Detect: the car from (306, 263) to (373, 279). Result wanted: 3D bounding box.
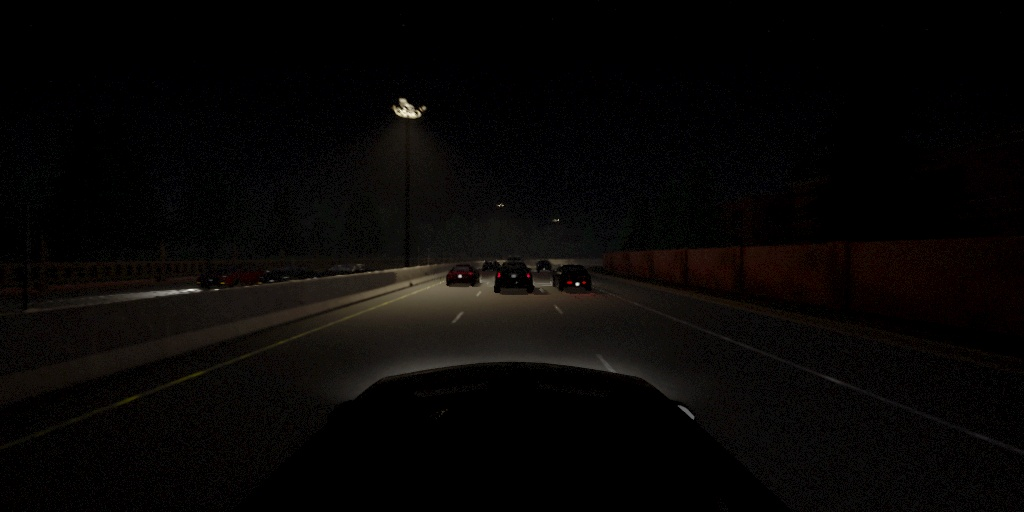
[{"bbox_3d":[-10.502,1.208,22.876,2.128,1.511,4.902,0,0,0],"label":"car"}]

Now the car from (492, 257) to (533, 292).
[{"bbox_3d":[0.099,1.108,21.446,2.097,1.767,4.553,0,0,0],"label":"car"}]

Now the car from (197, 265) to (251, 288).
[{"bbox_3d":[-17.503,1.240,22.787,1.994,1.385,4.181,0,0,0],"label":"car"}]

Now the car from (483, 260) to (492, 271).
[{"bbox_3d":[-2.633,1.242,47.652,2.128,1.511,4.902,0,0,7],"label":"car"}]

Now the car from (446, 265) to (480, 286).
[{"bbox_3d":[-3.405,1.304,25.511,1.994,1.385,4.181,0,0,0],"label":"car"}]

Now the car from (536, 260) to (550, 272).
[{"bbox_3d":[4.180,1.289,45.886,1.837,1.490,4.892,-1,0,7],"label":"car"}]

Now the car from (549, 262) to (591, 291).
[{"bbox_3d":[3.598,1.280,22.134,1.837,1.490,4.892,0,0,0],"label":"car"}]

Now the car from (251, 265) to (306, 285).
[{"bbox_3d":[-14.002,1.272,22.879,1.994,1.385,4.181,0,0,0],"label":"car"}]
